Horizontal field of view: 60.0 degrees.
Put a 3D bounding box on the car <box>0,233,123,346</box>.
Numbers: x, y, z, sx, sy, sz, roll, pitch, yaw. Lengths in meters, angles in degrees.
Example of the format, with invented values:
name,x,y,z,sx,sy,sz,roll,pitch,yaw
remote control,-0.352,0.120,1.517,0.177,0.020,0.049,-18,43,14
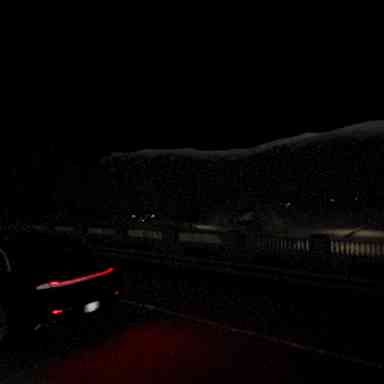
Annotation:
name,x,y,z,sx,sy,sz,roll,pitch,yaw
car,-3.497,1.568,6.490,4.902,1.511,2.128,-1,-1,36
